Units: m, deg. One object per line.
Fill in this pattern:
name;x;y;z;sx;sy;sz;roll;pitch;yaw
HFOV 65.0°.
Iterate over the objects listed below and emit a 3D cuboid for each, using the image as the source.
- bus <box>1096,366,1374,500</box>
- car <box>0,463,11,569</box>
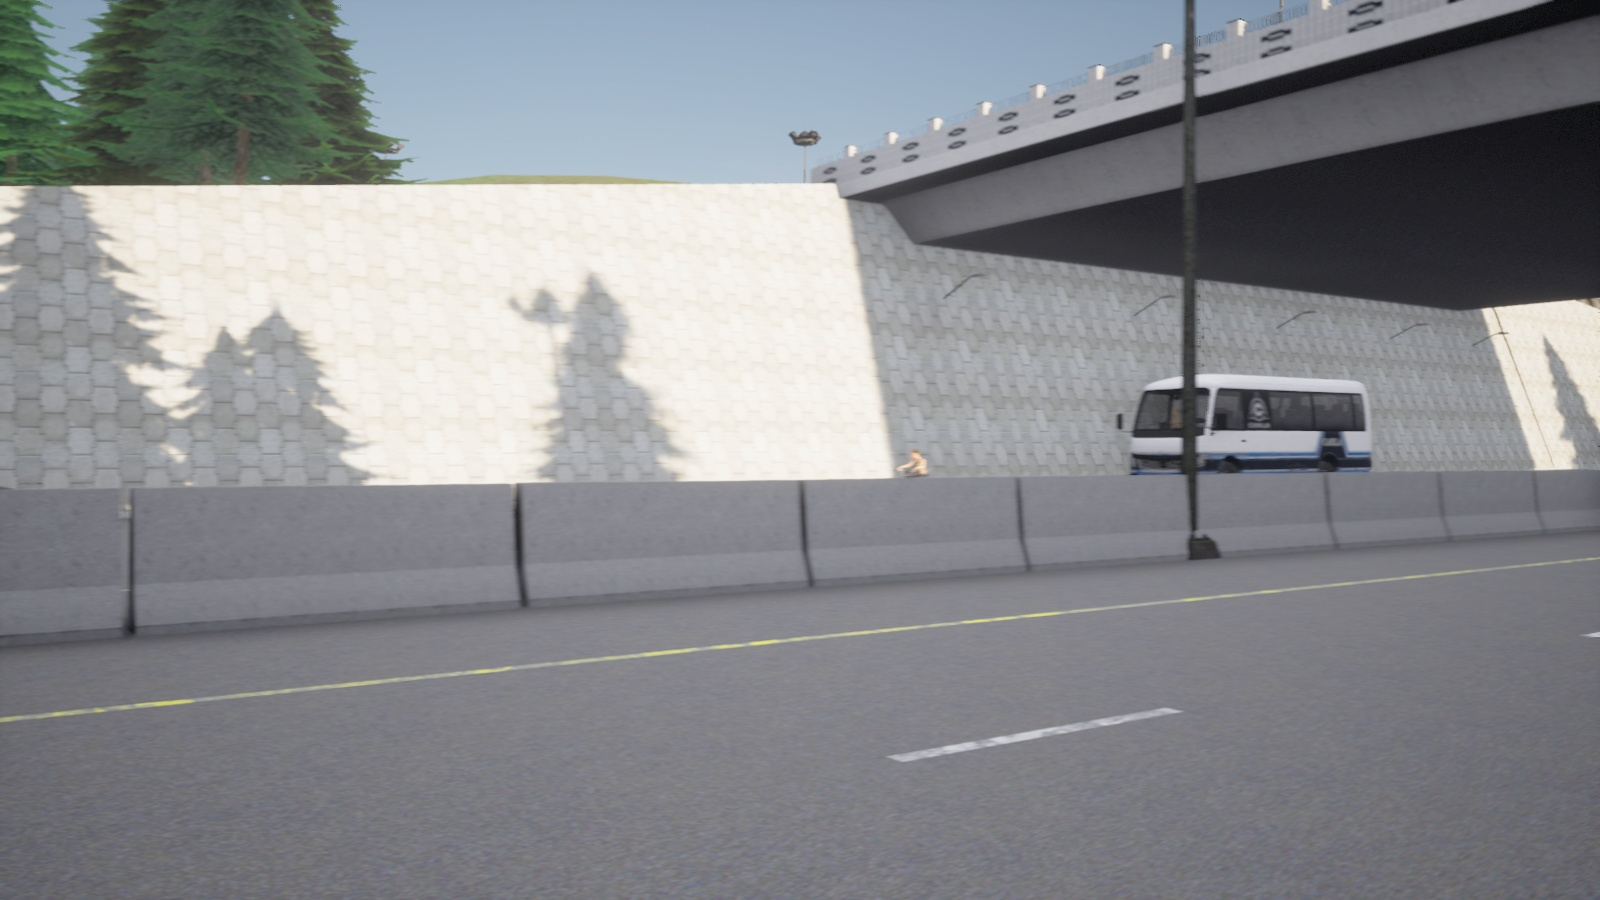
bus;15.501;-0.561;44.304;10.273;4.253;3.944;0;0;-35
car;-12.676;0.875;16.157;4.181;1.385;1.994;0;0;-35
